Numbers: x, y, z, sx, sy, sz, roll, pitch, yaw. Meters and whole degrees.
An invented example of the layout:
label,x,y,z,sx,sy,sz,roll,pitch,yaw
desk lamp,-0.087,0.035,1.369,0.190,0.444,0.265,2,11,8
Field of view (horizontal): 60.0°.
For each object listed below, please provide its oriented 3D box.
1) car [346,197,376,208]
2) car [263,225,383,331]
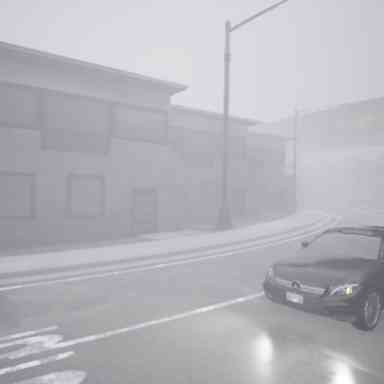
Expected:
label,x,y,z,sx,sy,sz,roll,pitch,yaw
car,22.438,1.376,44.333,1.837,1.490,4.892,1,0,-5
car,3.463,1.466,6.940,4.674,1.442,1.812,0,1,-40
